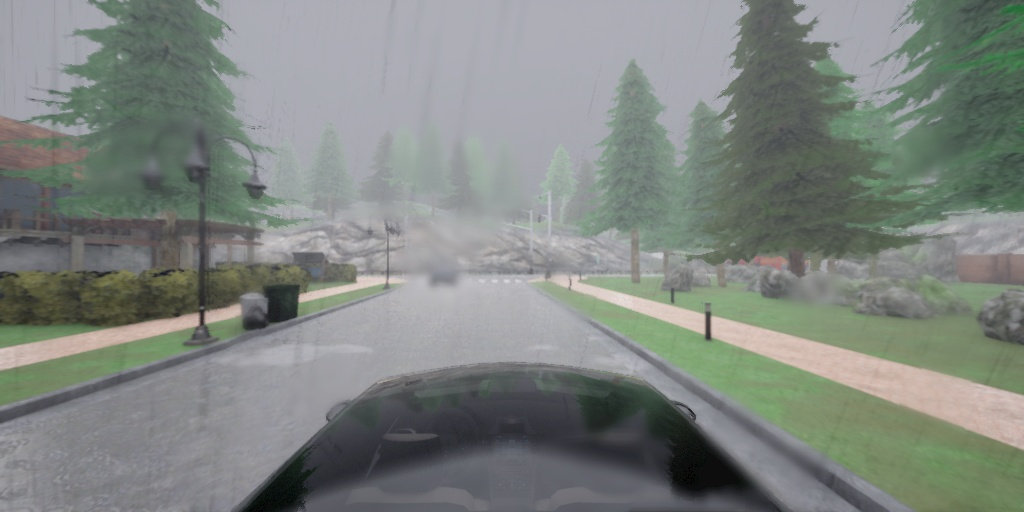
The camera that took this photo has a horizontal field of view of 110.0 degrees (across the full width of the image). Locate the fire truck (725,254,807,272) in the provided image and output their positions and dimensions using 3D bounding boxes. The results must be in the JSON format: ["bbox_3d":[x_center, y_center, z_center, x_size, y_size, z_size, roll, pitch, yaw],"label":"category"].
[{"bbox_3d":[30.545,0.386,43.257,8.468,3.827,2.891,0,-1,-4],"label":"fire truck"}]

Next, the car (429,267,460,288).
[{"bbox_3d":[-5.012,1.564,27.261,2.033,1.411,5.357,0,-1,-4],"label":"car"}]
